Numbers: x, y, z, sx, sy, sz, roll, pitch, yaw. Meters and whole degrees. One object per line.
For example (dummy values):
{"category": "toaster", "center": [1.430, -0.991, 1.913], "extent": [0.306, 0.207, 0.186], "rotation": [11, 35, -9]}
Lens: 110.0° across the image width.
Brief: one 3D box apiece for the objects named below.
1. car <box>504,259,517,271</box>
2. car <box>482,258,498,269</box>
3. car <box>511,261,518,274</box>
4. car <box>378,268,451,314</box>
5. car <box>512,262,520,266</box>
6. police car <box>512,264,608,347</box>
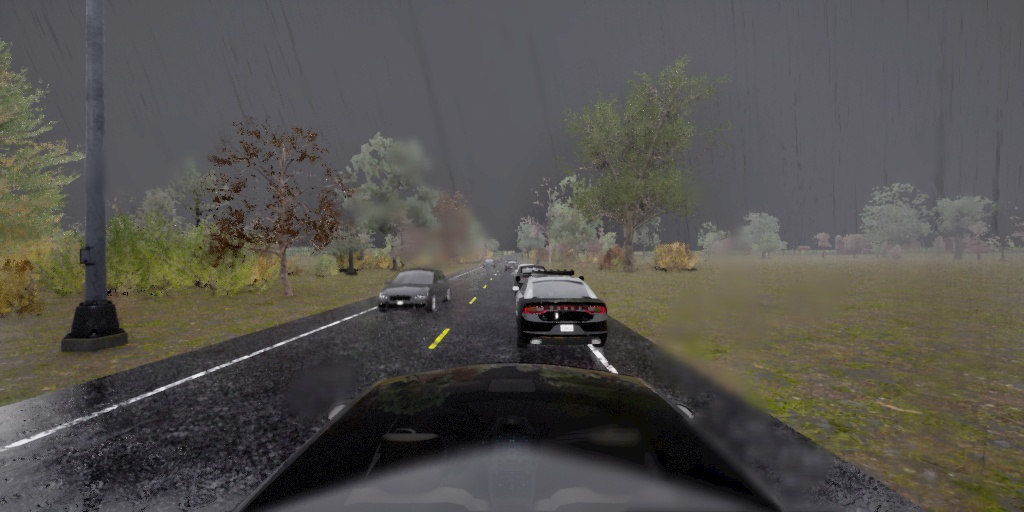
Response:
{"category": "car", "center": [0.036, 1.238, 47.434], "extent": [1.812, 1.442, 4.674], "rotation": [0, 0, 1]}
{"category": "car", "center": [-3.587, 1.220, 56.883], "extent": [1.812, 1.442, 4.674], "rotation": [0, 0, 0]}
{"category": "car", "center": [1.051, 1.265, 25.322], "extent": [1.812, 1.442, 4.674], "rotation": [0, 0, 0]}
{"category": "car", "center": [-3.599, 1.250, 13.950], "extent": [1.837, 1.490, 4.892], "rotation": [0, 0, 0]}
{"category": "car", "center": [1.050, 1.248, 19.321], "extent": [1.837, 1.490, 4.892], "rotation": [0, 0, 0]}
{"category": "police car", "center": [1.050, 1.173, 9.430], "extent": [1.930, 1.638, 5.238], "rotation": [0, 0, 0]}
